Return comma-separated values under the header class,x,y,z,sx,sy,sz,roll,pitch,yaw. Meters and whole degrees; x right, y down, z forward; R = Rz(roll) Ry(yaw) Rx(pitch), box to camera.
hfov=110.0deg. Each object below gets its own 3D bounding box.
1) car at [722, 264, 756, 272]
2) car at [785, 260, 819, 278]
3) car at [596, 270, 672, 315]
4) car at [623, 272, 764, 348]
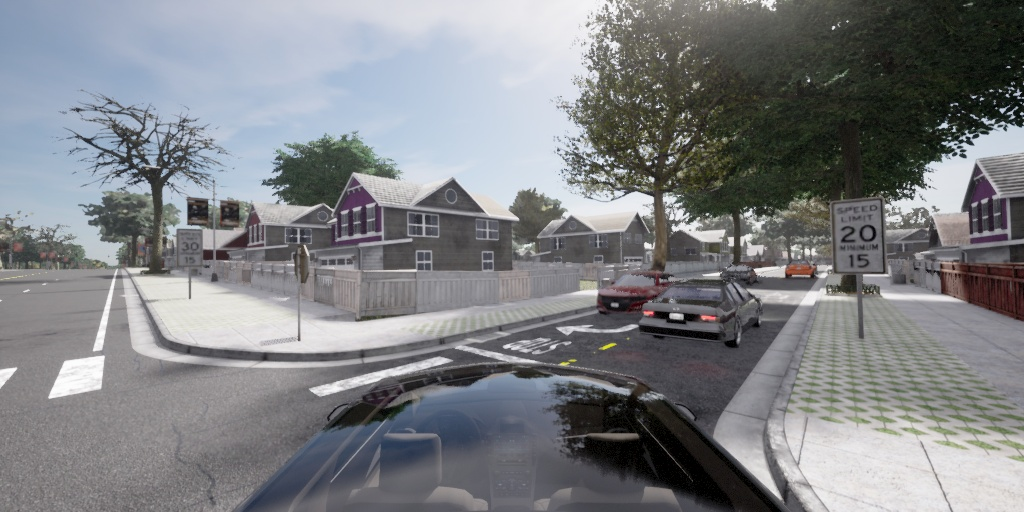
class,x,y,z,sx,sy,sz,roll,pitch,yaw
car,16.895,1.362,26.677,1.812,1.442,4.674,-2,-1,42
car,27.279,1.132,33.886,2.097,1.767,4.553,-2,-2,42
car,4.985,1.310,13.448,1.882,1.535,5.008,-2,-1,42
car,5.090,1.301,9.304,2.033,1.411,5.357,-2,-1,42
